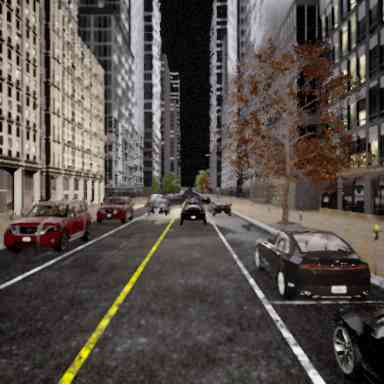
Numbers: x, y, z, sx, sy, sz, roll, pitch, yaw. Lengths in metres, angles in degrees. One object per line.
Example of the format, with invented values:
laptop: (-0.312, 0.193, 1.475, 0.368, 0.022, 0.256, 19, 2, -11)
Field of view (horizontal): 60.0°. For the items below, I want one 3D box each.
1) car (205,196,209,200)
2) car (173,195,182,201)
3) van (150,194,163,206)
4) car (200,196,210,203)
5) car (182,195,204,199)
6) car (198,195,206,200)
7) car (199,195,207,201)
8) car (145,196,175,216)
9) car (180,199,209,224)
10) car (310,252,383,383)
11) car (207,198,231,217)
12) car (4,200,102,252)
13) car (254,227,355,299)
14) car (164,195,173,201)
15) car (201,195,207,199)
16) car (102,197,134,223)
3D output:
car: (2.678, 1.503, 36.898, 1.752, 1.417, 4.829, 0, 0, 0)
car: (-3.020, 1.364, 72.370, 2.033, 1.411, 5.357, 0, 0, 0)
van: (-5.708, 1.300, 53.811, 1.690, 1.788, 3.998, 0, 0, 0)
car: (2.669, 1.477, 70.884, 1.887, 1.381, 4.507, 0, 0, 0)
car: (0.088, 1.519, 42.767, 2.033, 1.411, 5.357, 0, 0, 0)
car: (2.664, 1.445, 87.962, 1.887, 1.381, 4.507, 0, 0, 0)
car: (2.666, 1.494, 82.269, 1.802, 1.307, 4.206, 0, 0, 0)
car: (-3.105, 1.473, 31.836, 2.128, 1.511, 4.902, 0, 0, 0)
car: (0.093, 1.513, 24.587, 1.812, 1.442, 4.674, 0, 0, 0)
car: (2.687, 1.565, 2.573, 1.947, 1.339, 4.313, 0, 0, 0)
car: (2.679, 1.533, 31.034, 2.008, 1.369, 4.403, 0, 0, 0)
car: (-5.698, 1.309, 13.967, 2.192, 1.841, 5.009, 0, 0, 0)
car: (2.685, 1.548, 8.265, 2.008, 1.369, 4.403, 0, 0, 0)
car: (-5.715, 1.478, 82.274, 1.947, 1.339, 4.313, 0, 0, 0)
car: (2.671, 1.508, 65.191, 1.947, 1.339, 4.313, 0, 0, 0)
car: (-5.701, 1.302, 25.352, 2.192, 1.841, 5.009, 0, 0, 0)
